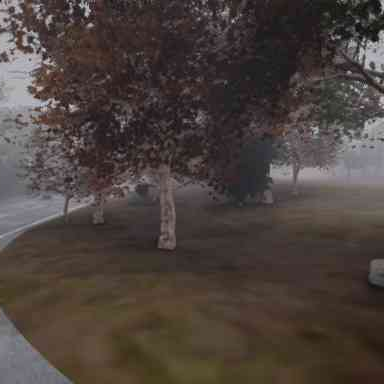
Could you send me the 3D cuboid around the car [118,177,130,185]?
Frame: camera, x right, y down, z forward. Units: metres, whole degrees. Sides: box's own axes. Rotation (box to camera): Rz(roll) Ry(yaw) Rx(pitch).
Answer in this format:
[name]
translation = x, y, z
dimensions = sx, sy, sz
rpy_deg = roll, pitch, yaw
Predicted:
[car]
translation = -13.398, -2.310, 66.883
dimensions = 1.882, 1.535, 5.008
rpy_deg = 0, 4, 3
